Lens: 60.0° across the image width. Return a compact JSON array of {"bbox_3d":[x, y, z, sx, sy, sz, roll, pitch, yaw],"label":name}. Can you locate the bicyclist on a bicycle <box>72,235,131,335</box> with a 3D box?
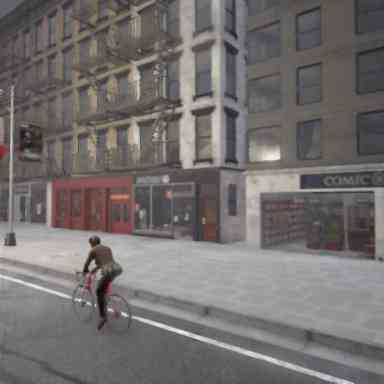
[{"bbox_3d":[-1.640,1.603,5.896,1.656,1.620,0.582,-1,-2,37],"label":"bicyclist on a bicycle"}]
